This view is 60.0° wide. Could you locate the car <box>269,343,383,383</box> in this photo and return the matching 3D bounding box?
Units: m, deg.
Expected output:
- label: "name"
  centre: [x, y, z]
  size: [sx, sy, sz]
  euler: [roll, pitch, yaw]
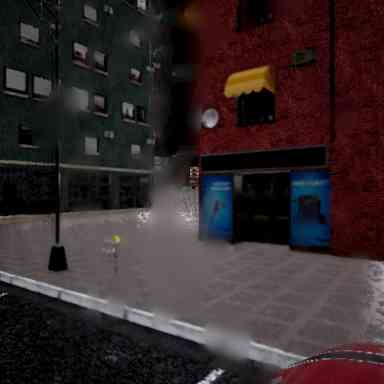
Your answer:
- label: "car"
  centre: [2.091, 1.438, 1.385]
  size: [4.097, 1.590, 1.967]
  euler: [0, 0, 35]
